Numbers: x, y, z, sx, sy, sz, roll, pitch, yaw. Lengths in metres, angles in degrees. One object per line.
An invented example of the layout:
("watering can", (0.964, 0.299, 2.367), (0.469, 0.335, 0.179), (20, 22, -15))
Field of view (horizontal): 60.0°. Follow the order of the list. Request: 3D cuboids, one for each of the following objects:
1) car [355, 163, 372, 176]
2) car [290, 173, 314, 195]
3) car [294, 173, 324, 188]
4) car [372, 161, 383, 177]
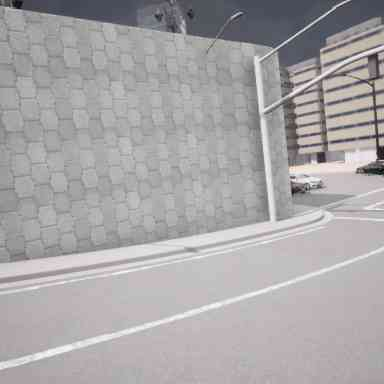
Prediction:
("car", (19.519, -2.518, 34.974), (1.994, 1.385, 4.181), (-10, 6, -35))
("car", (7.358, -0.459, 27.865), (1.812, 1.442, 4.674), (-10, 6, -35))
("car", (9.710, -0.974, 30.507), (1.812, 1.442, 4.674), (-10, 6, -35))
("car", (19.396, -2.337, 29.059), (2.150, 2.045, 5.566), (-10, 6, -35))
